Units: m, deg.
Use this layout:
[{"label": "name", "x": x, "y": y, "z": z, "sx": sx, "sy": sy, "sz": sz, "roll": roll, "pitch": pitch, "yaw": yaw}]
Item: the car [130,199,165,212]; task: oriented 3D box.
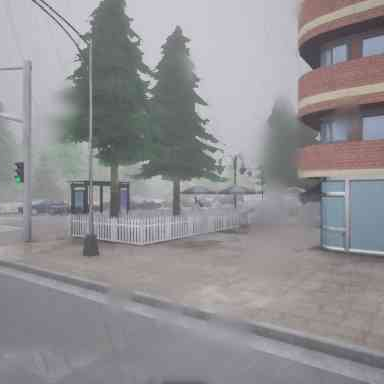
[{"label": "car", "x": -5.796, "y": 1.545, "z": 38.933, "sx": 1.895, "sy": 1.301, "sz": 4.718, "roll": 0, "pitch": 0, "yaw": 37}]

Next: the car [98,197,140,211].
[{"label": "car", "x": -8.844, "y": 1.422, "z": 40.638, "sx": 1.882, "sy": 1.535, "sz": 5.008, "roll": 0, "pitch": 0, "yaw": 38}]

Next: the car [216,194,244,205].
[{"label": "car", "x": 6.043, "y": 1.166, "z": 54.938, "sx": 5.566, "sy": 2.045, "sz": 2.150, "roll": 0, "pitch": 0, "yaw": -31}]

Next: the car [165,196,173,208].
[{"label": "car", "x": -2.251, "y": 1.296, "z": 48.340, "sx": 4.553, "sy": 1.767, "sz": 2.097, "roll": 0, "pitch": 0, "yaw": -43}]

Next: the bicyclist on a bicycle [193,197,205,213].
[{"label": "bicyclist on a bicycle", "x": 0.424, "y": 1.245, "z": 27.312, "sx": 1.656, "sy": 1.620, "sz": 0.582, "roll": 0, "pitch": 0, "yaw": 36}]

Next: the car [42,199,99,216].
[{"label": "car", "x": -11.265, "y": 1.545, "z": 31.573, "sx": 1.895, "sy": 1.301, "sz": 4.718, "roll": 0, "pitch": 0, "yaw": 36}]

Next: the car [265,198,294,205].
[{"label": "car", "x": 13.351, "y": 1.545, "z": 50.751, "sx": 4.718, "sy": 1.301, "sz": 1.895, "roll": 0, "pitch": 0, "yaw": -26}]

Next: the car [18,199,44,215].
[{"label": "car", "x": -14.562, "y": 1.422, "z": 32.967, "sx": 1.882, "sy": 1.535, "sz": 5.008, "roll": 0, "pitch": 0, "yaw": 36}]

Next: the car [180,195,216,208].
[{"label": "car", "x": 0.816, "y": 1.508, "z": 46.492, "sx": 4.181, "sy": 1.385, "sz": 1.994, "roll": 0, "pitch": 0, "yaw": -43}]
